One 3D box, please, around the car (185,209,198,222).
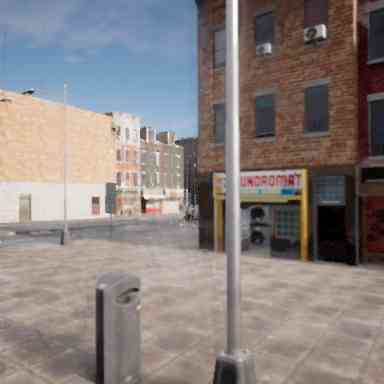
[{"bbox_3d":[1.055,2.397,34.816,1.994,1.385,4.181,-1,-2,36],"label":"car"}]
